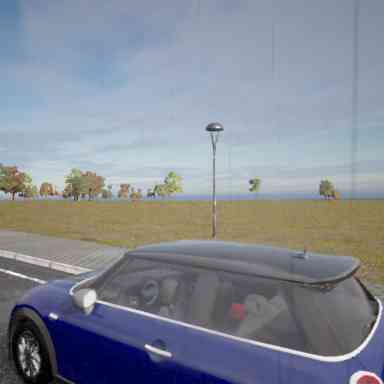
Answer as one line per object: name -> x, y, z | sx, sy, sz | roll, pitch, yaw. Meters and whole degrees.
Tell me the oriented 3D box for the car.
car -> -0.133, 1.352, 3.817 | 4.553, 1.767, 2.097 | 0, 0, 36
